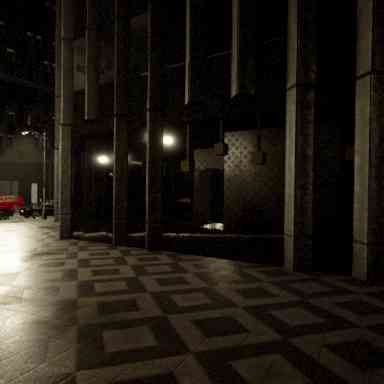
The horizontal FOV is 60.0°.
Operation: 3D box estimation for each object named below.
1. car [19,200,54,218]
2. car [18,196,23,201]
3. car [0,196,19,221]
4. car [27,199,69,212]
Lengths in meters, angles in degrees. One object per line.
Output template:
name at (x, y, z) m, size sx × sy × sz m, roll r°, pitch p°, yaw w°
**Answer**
car at (-13.870, 1.743, 31.236) m, size 1.947 × 1.339 × 4.313 m, roll 1°, pitch 0°, yaw 35°
car at (-20.822, 1.354, 36.162) m, size 2.192 × 1.841 × 5.009 m, roll 1°, pitch 0°, yaw 35°
car at (-17.124, 1.463, 26.626) m, size 2.192 × 1.841 × 5.009 m, roll 1°, pitch 0°, yaw 35°
car at (-17.568, 1.635, 40.771) m, size 1.947 × 1.339 × 4.313 m, roll 1°, pitch 0°, yaw 35°
